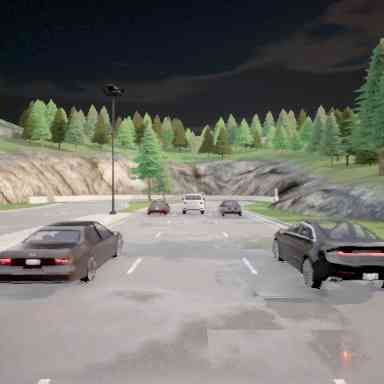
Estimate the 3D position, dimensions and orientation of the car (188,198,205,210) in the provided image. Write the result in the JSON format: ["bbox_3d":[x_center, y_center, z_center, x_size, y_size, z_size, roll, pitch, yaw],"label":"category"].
[{"bbox_3d":[0.648,1.564,44.469,1.994,1.385,4.181,0,0,6],"label":"car"}]

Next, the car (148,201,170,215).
[{"bbox_3d":[-3.356,1.564,34.305,1.994,1.385,4.181,0,0,1],"label":"car"}]

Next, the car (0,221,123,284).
[{"bbox_3d":[-3.397,1.548,9.630,2.033,1.411,5.357,0,0,0],"label":"car"}]

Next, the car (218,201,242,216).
[{"bbox_3d":[3.615,1.547,32.000,2.033,1.411,5.357,0,0,0],"label":"car"}]

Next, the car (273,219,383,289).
[{"bbox_3d":[3.604,1.491,9.131,2.128,1.511,4.902,0,0,0],"label":"car"}]

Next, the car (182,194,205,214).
[{"bbox_3d":[0.150,1.221,35.118,2.150,2.045,5.566,0,0,0],"label":"car"}]
